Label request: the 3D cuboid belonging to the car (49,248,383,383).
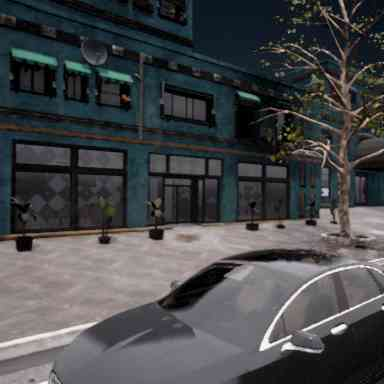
[{"bbox_3d":[0.946,1.522,3.921,4.892,1.490,1.837,0,0,-35],"label":"car"}]
